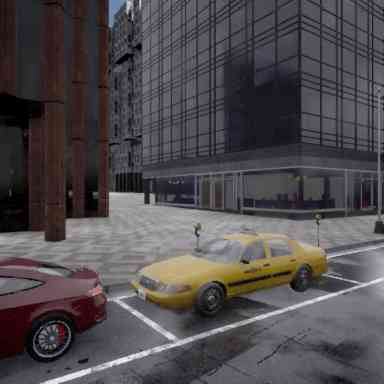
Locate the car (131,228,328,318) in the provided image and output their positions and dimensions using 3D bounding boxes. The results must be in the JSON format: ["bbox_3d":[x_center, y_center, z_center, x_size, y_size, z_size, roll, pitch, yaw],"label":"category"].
[{"bbox_3d":[1.063,1.525,7.387,4.829,1.417,1.752,0,0,-35],"label":"car"}]

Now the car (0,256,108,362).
[{"bbox_3d":[-3.237,1.582,4.344,4.206,1.307,1.802,0,0,-35],"label":"car"}]
